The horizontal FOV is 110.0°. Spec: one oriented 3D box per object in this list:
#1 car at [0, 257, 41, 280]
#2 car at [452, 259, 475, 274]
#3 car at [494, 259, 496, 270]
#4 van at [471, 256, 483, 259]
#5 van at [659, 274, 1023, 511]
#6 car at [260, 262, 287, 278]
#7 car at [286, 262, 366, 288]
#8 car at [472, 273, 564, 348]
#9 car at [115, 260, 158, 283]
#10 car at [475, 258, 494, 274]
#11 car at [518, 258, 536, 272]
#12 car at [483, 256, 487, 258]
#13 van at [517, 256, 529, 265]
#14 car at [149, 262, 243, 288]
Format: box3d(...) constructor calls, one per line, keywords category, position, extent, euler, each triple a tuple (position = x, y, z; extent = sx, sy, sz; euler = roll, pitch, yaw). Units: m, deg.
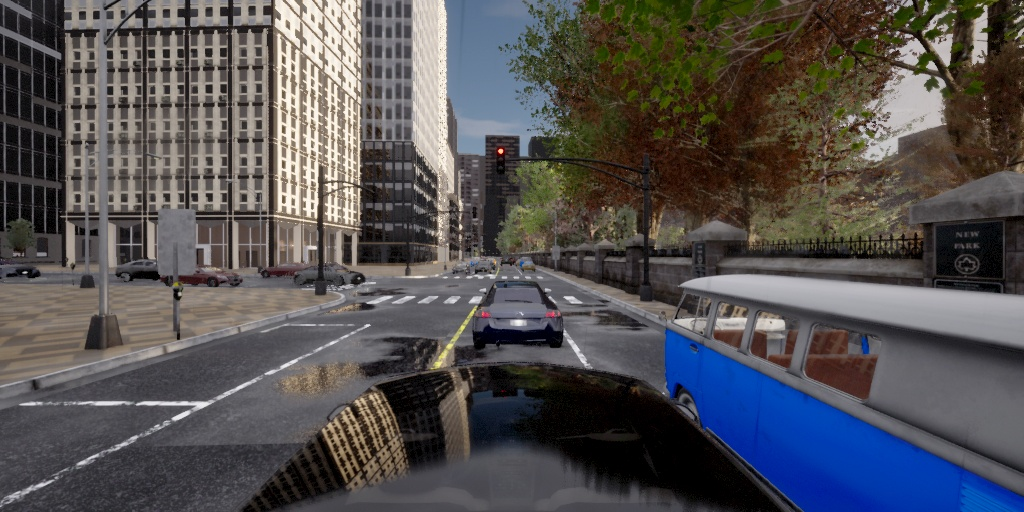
box3d(category="car", position=(-35.180, 0.931, 24.532), extent=(4.181, 1.385, 1.994), euler=(1, 0, 3))
box3d(category="car", position=(-5.644, 1.288, 40.304), extent=(2.007, 1.370, 4.403), euler=(0, 0, -1))
box3d(category="car", position=(-3.415, 1.295, 50.858), extent=(1.994, 1.385, 4.181), euler=(0, 0, -2))
box3d(category="van", position=(-6.330, 1.063, 62.479), extent=(1.690, 1.789, 3.998), euler=(0, 0, -2))
box3d(category="van", position=(2.567, 1.091, 2.639), extent=(1.690, 1.789, 3.998), euler=(0, 0, 0))
box3d(category="car", position=(-18.094, 1.127, 29.097), extent=(4.207, 1.307, 1.802), euler=(0, 0, 4))
box3d(category="car", position=(-11.520, 1.200, 22.732), extent=(4.181, 1.385, 1.994), euler=(1, 0, 9))
box3d(category="car", position=(0.098, 1.313, 9.218), extent=(1.994, 1.385, 4.181), euler=(0, 0, -1))
box3d(category="car", position=(-23.401, 0.991, 23.853), extent=(4.902, 1.511, 2.128), euler=(1, 0, 3))
box3d(category="car", position=(-3.229, 1.242, 40.878), extent=(1.837, 1.490, 4.892), euler=(0, 0, -3))
box3d(category="car", position=(2.116, 1.260, 46.357), extent=(1.751, 1.417, 4.829), euler=(0, 0, -1))
box3d(category="car", position=(-3.666, 1.201, 61.281), extent=(1.882, 1.535, 5.008), euler=(0, 0, -1))
box3d(category="van", position=(1.992, 1.071, 51.730), extent=(1.690, 1.789, 3.998), euler=(0, 0, -1))
box3d(category="car", position=(-18.158, 1.149, 20.984), extent=(4.207, 1.307, 1.802), euler=(0, 0, 4))
